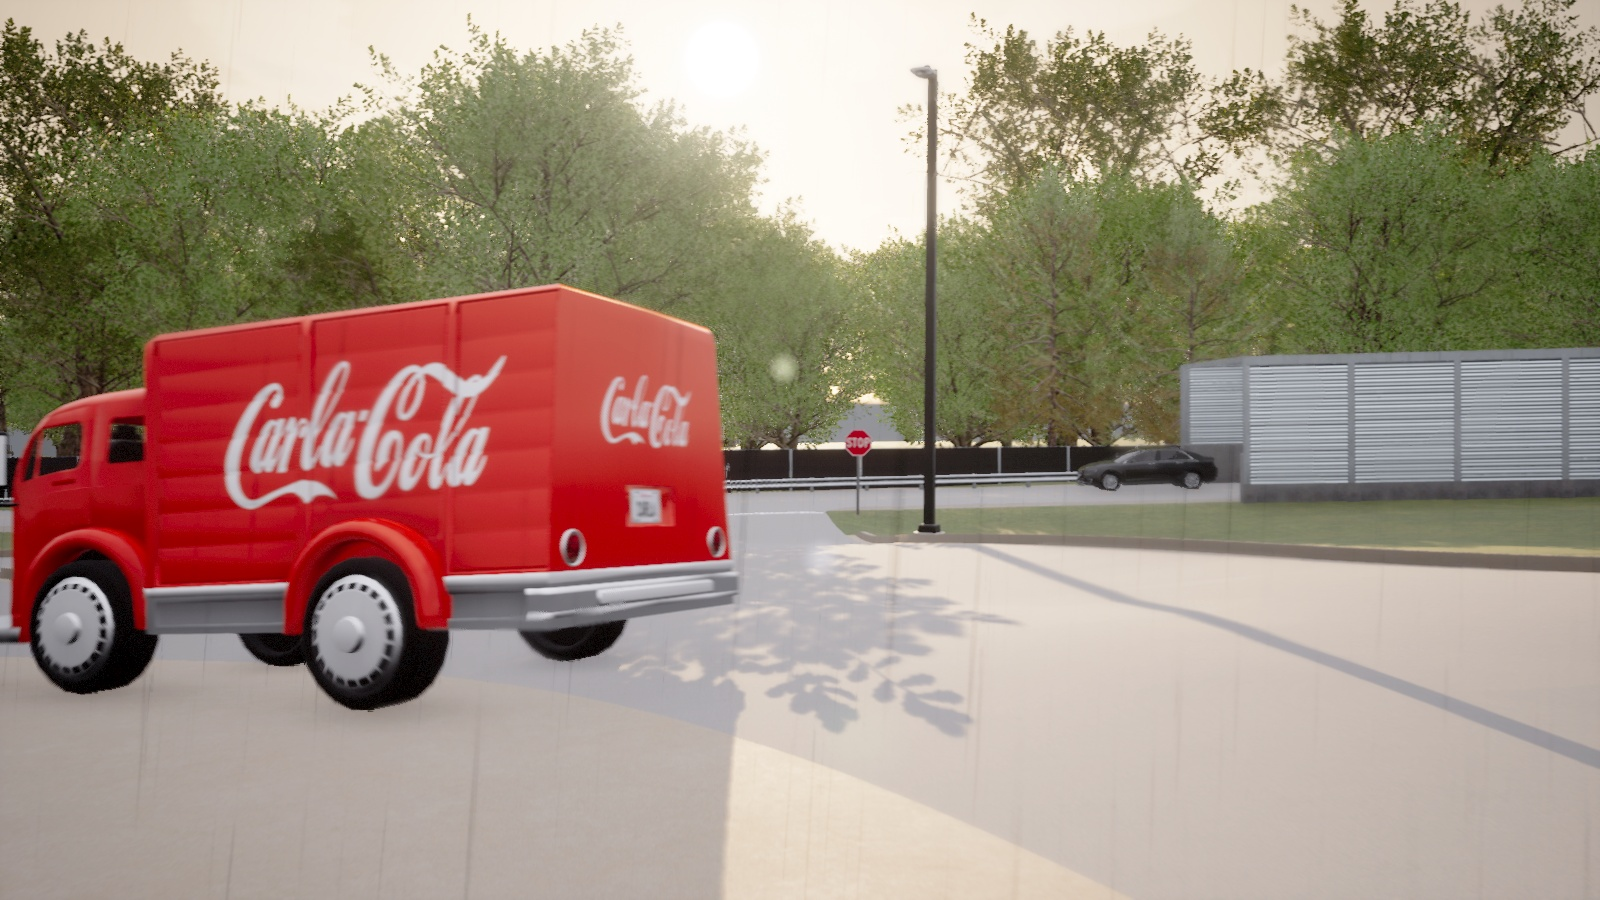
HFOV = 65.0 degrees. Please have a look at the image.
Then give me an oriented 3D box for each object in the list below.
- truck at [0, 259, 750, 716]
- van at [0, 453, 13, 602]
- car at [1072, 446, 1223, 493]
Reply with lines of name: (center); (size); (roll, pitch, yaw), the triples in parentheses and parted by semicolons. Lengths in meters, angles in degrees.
truck: (-3.315, 0.423, 9.001); (5.204, 2.467, 2.627); (-4, -5, 23)
van: (-13.055, 1.085, 16.575); (4.442, 1.987, 1.775); (-1, 2, 11)
car: (12.384, 0.690, 44.933); (4.892, 1.490, 1.837); (-1, 2, 1)
